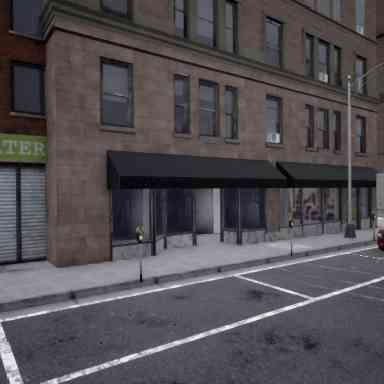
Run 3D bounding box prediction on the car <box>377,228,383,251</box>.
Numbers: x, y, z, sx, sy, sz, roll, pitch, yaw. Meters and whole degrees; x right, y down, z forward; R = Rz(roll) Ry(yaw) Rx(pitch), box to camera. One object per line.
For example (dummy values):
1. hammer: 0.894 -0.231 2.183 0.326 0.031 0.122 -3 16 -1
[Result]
1. car: 8.926 1.541 12.923 4.507 1.381 1.887 0 -1 -36
